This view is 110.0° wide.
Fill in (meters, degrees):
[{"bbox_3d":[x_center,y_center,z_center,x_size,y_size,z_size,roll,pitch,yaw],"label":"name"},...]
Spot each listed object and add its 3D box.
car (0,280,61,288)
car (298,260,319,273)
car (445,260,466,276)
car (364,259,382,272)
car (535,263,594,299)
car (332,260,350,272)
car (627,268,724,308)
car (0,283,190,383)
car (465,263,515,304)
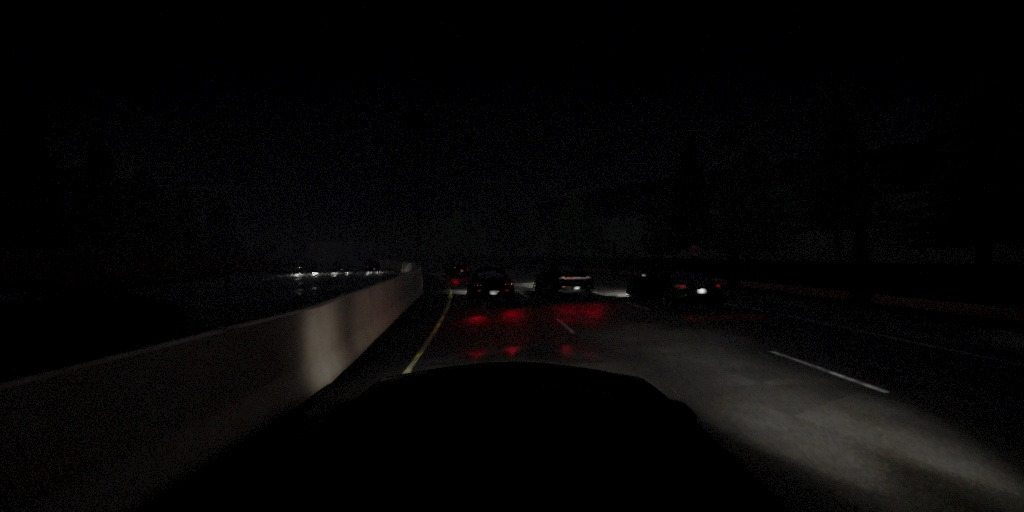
[{"bbox_3d":[-14.533,1.394,10.014,2.033,1.411,5.357,-1,0,-5],"label":"car"},{"bbox_3d":[-24.149,1.192,42.639,1.837,1.490,4.892,-1,1,-26],"label":"car"},{"bbox_3d":[-5.043,1.075,33.153,1.812,1.442,4.674,-1,0,-18],"label":"car"},{"bbox_3d":[-17.345,1.142,44.632,2.033,1.411,5.357,-1,1,-25],"label":"car"},{"bbox_3d":[2.330,1.090,17.027,2.128,1.511,4.902,-1,0,-8],"label":"car"},{"bbox_3d":[-20.850,1.188,43.853,2.033,1.411,5.357,-1,1,-25],"label":"car"},{"bbox_3d":[6.212,1.142,14.135,1.994,1.385,4.181,-1,0,-6],"label":"car"},{"bbox_3d":[-7.253,1.309,5.079,1.837,1.490,4.892,0,0,-3],"label":"car"},{"bbox_3d":[-0.990,1.174,15.556,1.812,1.442,4.674,-1,0,-8],"label":"car"}]
